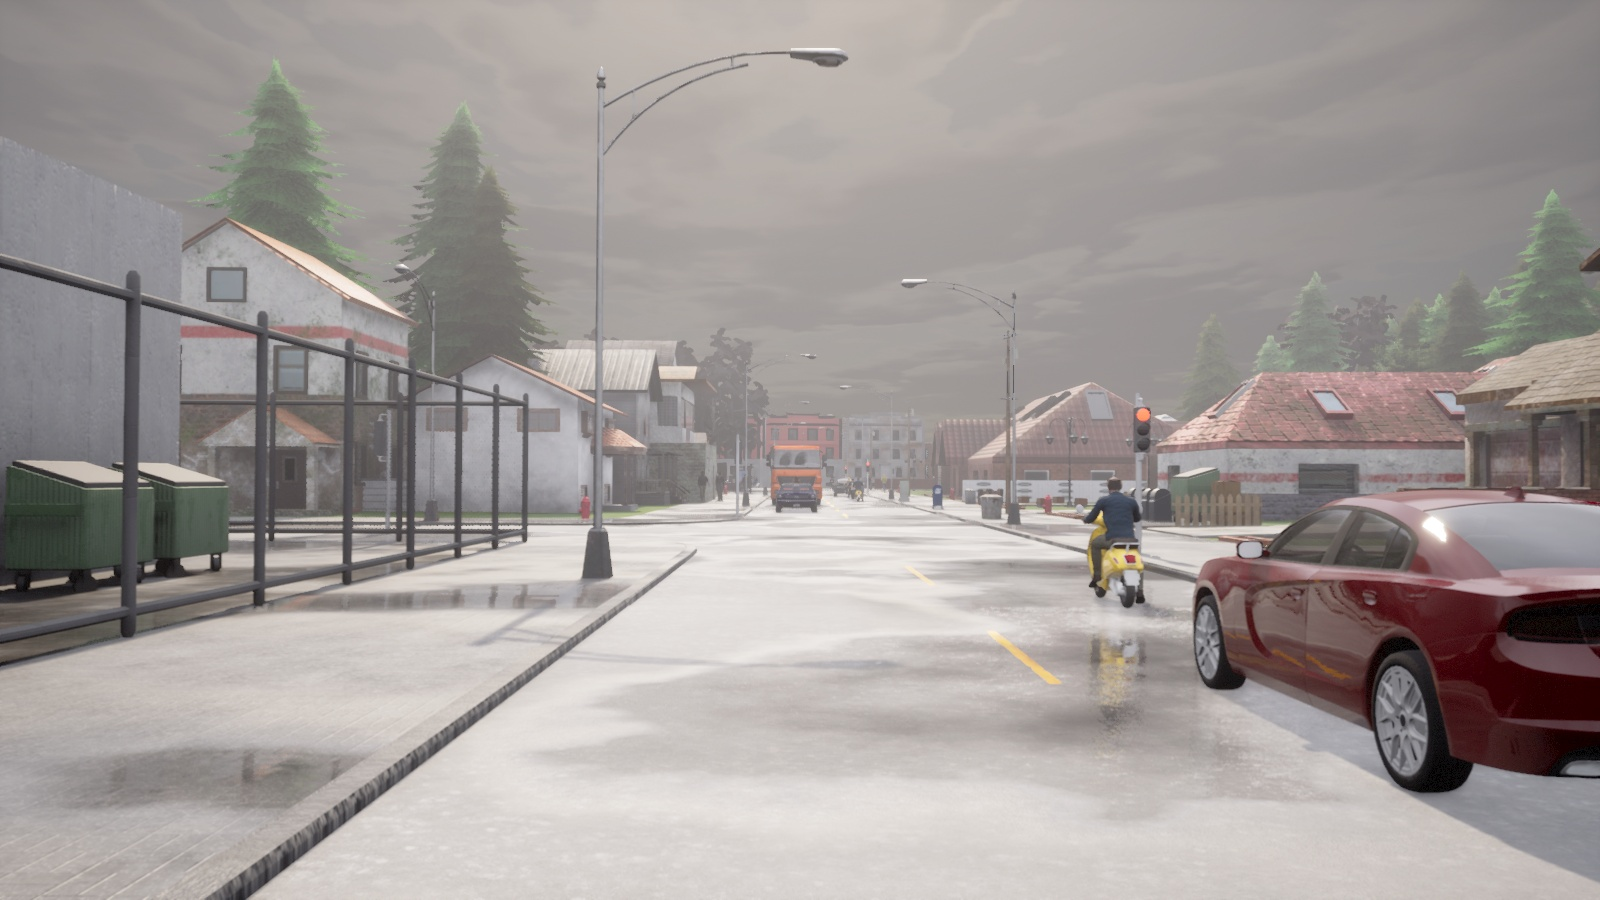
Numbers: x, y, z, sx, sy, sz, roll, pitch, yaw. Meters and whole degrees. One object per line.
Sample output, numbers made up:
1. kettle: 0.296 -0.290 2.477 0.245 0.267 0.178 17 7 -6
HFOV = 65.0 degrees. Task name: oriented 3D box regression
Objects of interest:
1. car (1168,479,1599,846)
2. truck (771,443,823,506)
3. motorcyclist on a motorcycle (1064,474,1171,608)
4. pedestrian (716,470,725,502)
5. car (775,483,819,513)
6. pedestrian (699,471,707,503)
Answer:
1. car: 3.980 0.954 7.815 1.882 1.535 5.008 0 -1 0
2. truck: -0.193 1.438 73.702 2.891 3.462 7.936 0 -1 0
3. motorcyclist on a motorcycle: 3.971 1.104 15.863 0.866 1.590 1.817 0 -1 0
4. pedestrian: -4.833 2.206 76.371 0.402 1.930 0.666 0 -1 10
5. car: -0.154 2.171 57.568 1.895 1.301 4.718 0 -1 -1
6. pedestrian: -5.554 2.111 71.865 0.431 1.840 0.703 0 -1 -7
